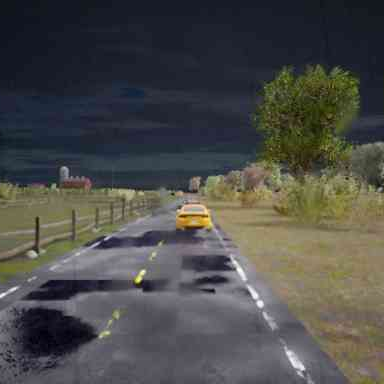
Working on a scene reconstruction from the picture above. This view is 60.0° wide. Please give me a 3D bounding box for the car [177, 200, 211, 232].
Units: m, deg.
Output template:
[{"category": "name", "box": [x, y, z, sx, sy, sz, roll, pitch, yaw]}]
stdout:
[{"category": "car", "box": [0.097, 1.491, 20.229, 1.882, 1.535, 5.008, 0, 0, 0]}]
